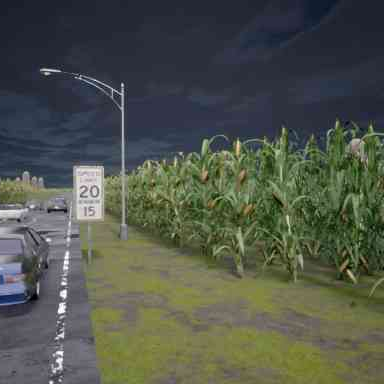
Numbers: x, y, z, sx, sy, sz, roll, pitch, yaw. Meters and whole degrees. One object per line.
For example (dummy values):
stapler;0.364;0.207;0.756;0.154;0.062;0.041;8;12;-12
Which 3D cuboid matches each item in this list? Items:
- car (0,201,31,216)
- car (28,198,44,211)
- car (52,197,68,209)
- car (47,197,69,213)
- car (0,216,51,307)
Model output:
car;-13.810;1.613;25.404;1.895;1.301;4.718;0;0;-20
car;-18.987;1.522;40.113;2.128;1.511;4.902;0;0;-20
car;-18.102;1.469;45.788;1.837;1.490;4.892;0;0;-20
car;-14.656;1.542;36.339;1.994;1.385;4.181;0;0;-19
car;-4.506;1.548;7.909;2.033;1.411;5.357;0;0;-20
